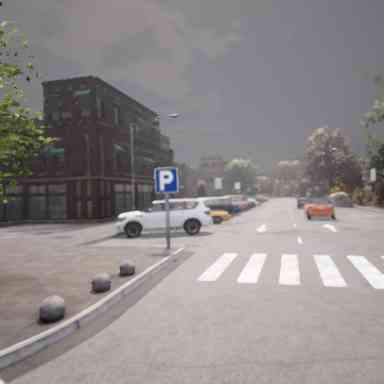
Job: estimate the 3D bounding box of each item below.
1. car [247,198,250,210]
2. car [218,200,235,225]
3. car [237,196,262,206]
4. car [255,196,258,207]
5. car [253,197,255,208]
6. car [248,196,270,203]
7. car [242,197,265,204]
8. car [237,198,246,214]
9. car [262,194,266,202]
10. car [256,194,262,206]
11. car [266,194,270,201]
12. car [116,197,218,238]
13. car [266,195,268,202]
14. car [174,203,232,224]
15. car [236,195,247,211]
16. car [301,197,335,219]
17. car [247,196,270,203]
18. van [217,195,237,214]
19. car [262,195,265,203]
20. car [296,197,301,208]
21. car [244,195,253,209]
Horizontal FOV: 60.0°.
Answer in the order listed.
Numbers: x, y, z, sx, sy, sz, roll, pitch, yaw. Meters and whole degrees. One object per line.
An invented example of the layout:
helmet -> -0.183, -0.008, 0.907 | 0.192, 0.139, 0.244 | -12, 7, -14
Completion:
car -> 4.071, 1.790, 39.713 | 4.674, 1.452, 2.002 | -2, -1, -4
car -> 0.232, 1.716, 25.258 | 5.366, 1.575, 1.946 | -2, -1, -5
car -> 11.329, 1.703, 65.736 | 4.553, 1.767, 2.185 | -2, -1, -4
car -> 6.531, 1.797, 48.396 | 4.792, 1.488, 2.163 | -2, -1, -4
car -> 5.718, 1.634, 45.494 | 4.553, 1.767, 2.185 | -3, -1, -4
car -> 17.972, 1.937, 88.881 | 5.366, 1.575, 1.946 | -2, -1, -5
car -> 13.788, 1.909, 74.406 | 4.674, 1.452, 2.002 | -2, -1, -4
car -> 2.462, 1.740, 33.921 | 5.008, 1.535, 2.097 | -3, -1, -4
car -> 9.754, 1.553, 59.973 | 5.566, 2.045, 2.435 | -3, -1, -5
car -> 7.330, 1.524, 51.288 | 5.566, 2.045, 2.435 | -3, -1, -4
car -> 16.186, 1.917, 83.081 | 4.892, 1.521, 2.231 | -2, -1, -5
car -> -1.587, 1.468, 19.440 | 5.566, 2.045, 2.435 | -2, -1, -5
car -> 13.013, 1.882, 71.516 | 4.792, 1.488, 2.163 | -2, -1, -4
car -> 0.845, 1.772, 28.141 | 4.674, 1.452, 2.002 | -3, -1, -5
car -> 3.225, 1.621, 36.826 | 4.553, 1.767, 2.185 | -2, -1, -5
car -> 10.737, 1.289, 28.224 | 2.097, 1.767, 4.553 | -2, -1, 16
car -> 17.176, 1.921, 85.987 | 5.366, 1.575, 1.946 | -2, -1, -5
van -> 1.525, 1.516, 31.021 | 4.442, 1.987, 1.878 | -3, -1, -5
car -> 9.120, 1.783, 57.078 | 5.366, 1.575, 1.946 | -2, -1, -4
car -> 16.051, 1.469, 47.560 | 2.128, 1.511, 4.902 | -2, -1, 15
car -> 4.908, 1.629, 42.604 | 4.553, 1.767, 2.185 | -2, -1, -4
